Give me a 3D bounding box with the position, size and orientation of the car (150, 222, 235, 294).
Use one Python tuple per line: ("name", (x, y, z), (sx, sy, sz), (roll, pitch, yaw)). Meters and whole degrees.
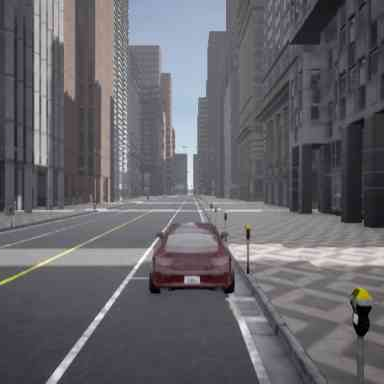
("car", (0.003, 1.515, 8.650), (1.812, 1.442, 4.674), (0, 0, 0))
